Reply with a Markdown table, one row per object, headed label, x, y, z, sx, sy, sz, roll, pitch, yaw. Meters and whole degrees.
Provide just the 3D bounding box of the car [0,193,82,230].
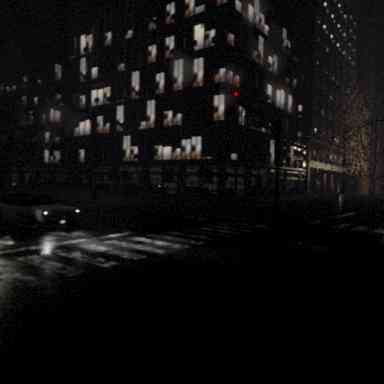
| label | x | y | z | sx | sy | sz | roll | pitch | yaw |
| --- | --- | --- | --- | --- | --- | --- | --- | --- | --- |
| car | -6.962 | 0.765 | 14.557 | 4.718 | 1.301 | 1.895 | 4 | 3 | 34 |
